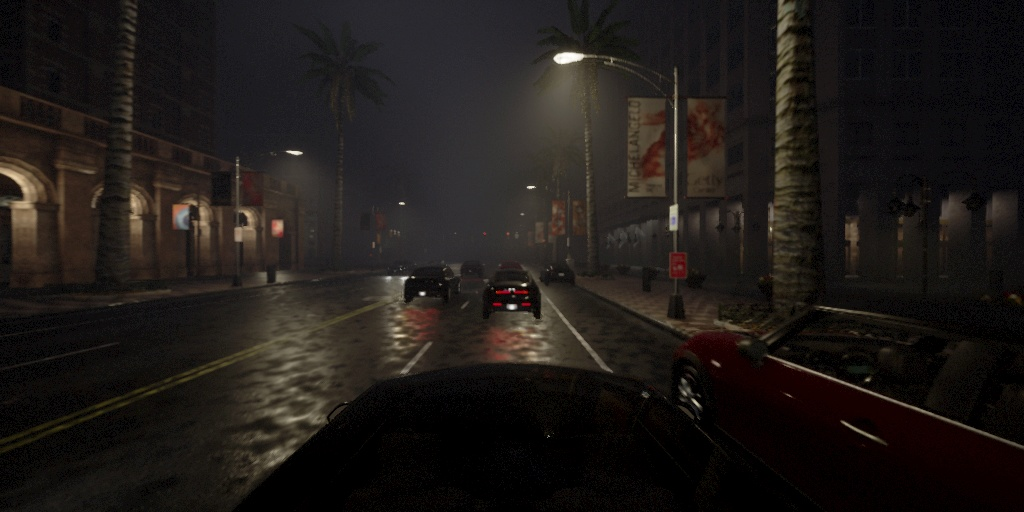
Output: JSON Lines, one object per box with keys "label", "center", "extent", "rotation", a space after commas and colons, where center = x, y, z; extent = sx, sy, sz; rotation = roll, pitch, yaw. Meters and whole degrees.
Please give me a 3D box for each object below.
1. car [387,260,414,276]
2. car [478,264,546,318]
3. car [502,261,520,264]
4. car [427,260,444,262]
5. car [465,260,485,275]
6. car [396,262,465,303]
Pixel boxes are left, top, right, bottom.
{"label": "car", "center": [-10.736, 1.128, 35.373], "extent": [1.837, 1.490, 4.892], "rotation": [0, 0, 0]}
{"label": "car", "center": [-0.011, 1.221, 12.835], "extent": [1.837, 1.490, 4.892], "rotation": [0, 0, 0]}
{"label": "car", "center": [-0.088, 1.140, 30.213], "extent": [1.882, 1.535, 5.008], "rotation": [0, 0, 0]}
{"label": "car", "center": [-7.241, 1.127, 33.708], "extent": [2.128, 1.511, 4.902], "rotation": [0, 0, 0]}
{"label": "car", "center": [-3.588, 1.123, 33.131], "extent": [1.882, 1.535, 5.008], "rotation": [0, 0, 0]}
{"label": "car", "center": [-3.522, 1.202, 16.472], "extent": [1.837, 1.490, 4.892], "rotation": [0, 0, 0]}
